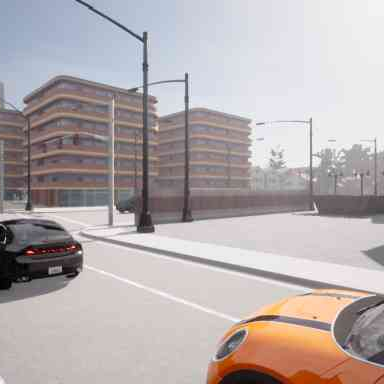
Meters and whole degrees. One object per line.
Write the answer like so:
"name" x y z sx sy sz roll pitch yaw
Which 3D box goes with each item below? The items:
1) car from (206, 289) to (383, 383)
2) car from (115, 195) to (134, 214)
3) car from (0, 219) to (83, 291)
"car" 2.278 1.352 2.333 4.553 1.767 2.097 0 0 40
"car" -5.512 1.221 35.759 5.566 2.045 2.150 0 0 -45
"car" -4.717 1.505 9.221 1.837 1.490 4.892 0 0 -43
